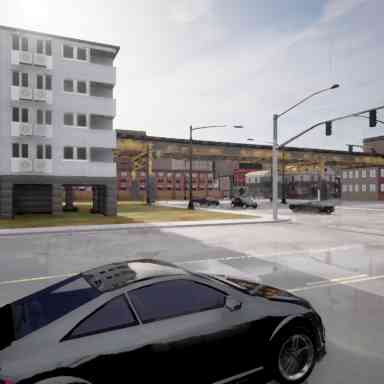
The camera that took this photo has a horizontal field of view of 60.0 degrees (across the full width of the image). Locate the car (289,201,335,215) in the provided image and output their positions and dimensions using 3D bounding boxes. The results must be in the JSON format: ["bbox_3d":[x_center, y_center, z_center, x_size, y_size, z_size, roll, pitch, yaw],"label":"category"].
[{"bbox_3d":[12.409,1.604,34.527,1.895,1.301,4.718,0,0,-26],"label":"car"}]

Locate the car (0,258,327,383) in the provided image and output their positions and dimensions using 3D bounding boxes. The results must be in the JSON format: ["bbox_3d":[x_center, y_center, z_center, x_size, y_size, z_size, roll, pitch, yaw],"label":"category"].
[{"bbox_3d":[-0.348,1.564,4.077,4.181,1.385,1.994,0,0,-30],"label":"car"}]

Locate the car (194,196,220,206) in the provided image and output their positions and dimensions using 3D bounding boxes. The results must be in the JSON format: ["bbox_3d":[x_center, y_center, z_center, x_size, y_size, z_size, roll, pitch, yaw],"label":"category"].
[{"bbox_3d":[2.703,1.551,55.300,2.033,1.411,5.357,0,0,-21],"label":"car"}]

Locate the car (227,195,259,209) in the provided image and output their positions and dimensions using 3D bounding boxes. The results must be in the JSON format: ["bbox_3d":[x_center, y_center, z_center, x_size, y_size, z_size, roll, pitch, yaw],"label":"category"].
[{"bbox_3d":[7.122,1.509,45.612,1.837,1.490,4.892,0,0,-25],"label":"car"}]

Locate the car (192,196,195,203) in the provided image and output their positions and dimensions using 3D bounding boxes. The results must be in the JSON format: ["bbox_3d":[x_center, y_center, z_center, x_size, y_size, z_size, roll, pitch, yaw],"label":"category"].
[{"bbox_3d":[0.741,1.551,65.788,2.033,1.411,5.357,0,0,3],"label":"car"}]
